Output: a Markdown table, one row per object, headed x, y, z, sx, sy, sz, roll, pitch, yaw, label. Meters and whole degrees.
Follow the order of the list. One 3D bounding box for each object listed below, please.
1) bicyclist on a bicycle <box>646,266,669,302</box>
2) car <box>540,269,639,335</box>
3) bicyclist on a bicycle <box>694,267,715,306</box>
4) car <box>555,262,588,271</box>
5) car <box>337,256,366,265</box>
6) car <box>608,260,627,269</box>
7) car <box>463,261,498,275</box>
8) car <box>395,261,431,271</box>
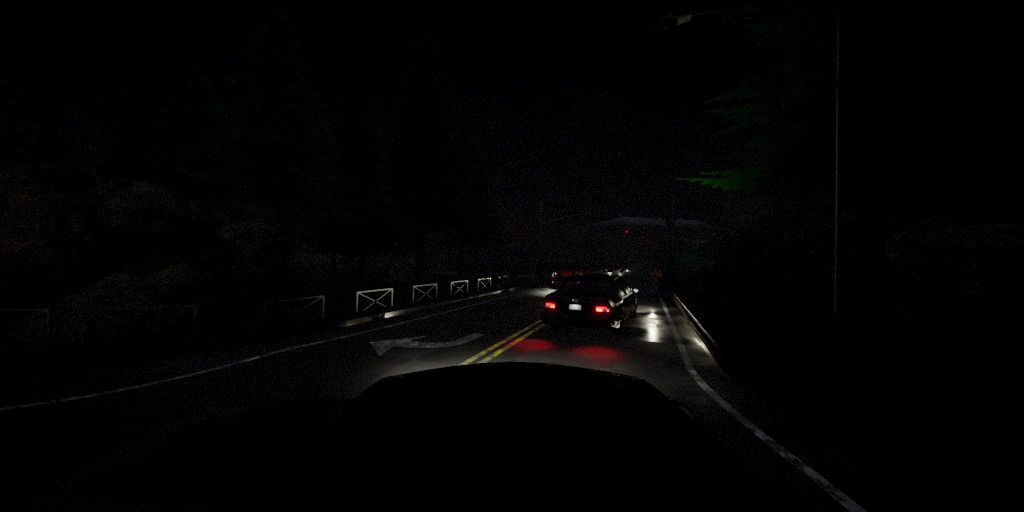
| x | y | z | sx | sy | sz | roll | pitch | yaw | label |
| --- | --- | --- | --- | --- | --- | --- | --- | --- | --- |
| 6.717 | 1.281 | 16.514 | 1.656 | 1.620 | 0.582 | 1 | 0 | -30 | bicyclist on a bicycle |
| 2.482 | 1.244 | 10.382 | 2.033 | 1.411 | 5.357 | 1 | -1 | 25 | car |
| 8.137 | 1.295 | 15.106 | 1.656 | 1.620 | 0.582 | 1 | 0 | -33 | bicyclist on a bicycle |
| 4.045 | 1.209 | 24.077 | 2.097 | 1.767 | 4.553 | 1 | -1 | 20 | car |
| -22.939 | 1.052 | 52.254 | 5.566 | 2.045 | 2.150 | 1 | -1 | 25 | car |
| 17.397 | 1.655 | 59.750 | 2.150 | 2.045 | 5.566 | 1 | -1 | 21 | car |
| -4.003 | 1.435 | 44.754 | 4.553 | 1.767 | 2.097 | 1 | -1 | 21 | car |
| -13.341 | 1.435 | 48.303 | 5.008 | 1.535 | 1.882 | 1 | -1 | 21 | car |
